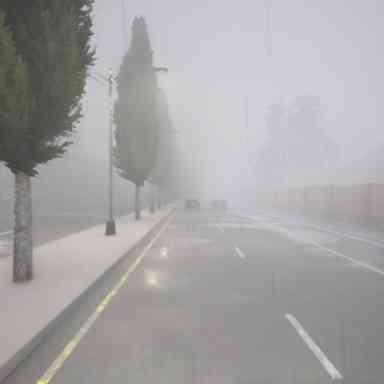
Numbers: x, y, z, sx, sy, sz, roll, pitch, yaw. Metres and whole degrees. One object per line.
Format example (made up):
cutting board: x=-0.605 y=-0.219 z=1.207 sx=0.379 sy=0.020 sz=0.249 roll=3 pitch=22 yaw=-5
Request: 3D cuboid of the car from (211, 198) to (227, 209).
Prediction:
car: x=3.561 y=1.519 z=44.357 sx=1.994 sy=1.385 sz=4.181 roll=0 pitch=0 yaw=0

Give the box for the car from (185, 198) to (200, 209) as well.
car: x=0.066 y=1.519 z=44.501 sx=1.994 sy=1.385 sz=4.181 roll=0 pitch=0 yaw=0
